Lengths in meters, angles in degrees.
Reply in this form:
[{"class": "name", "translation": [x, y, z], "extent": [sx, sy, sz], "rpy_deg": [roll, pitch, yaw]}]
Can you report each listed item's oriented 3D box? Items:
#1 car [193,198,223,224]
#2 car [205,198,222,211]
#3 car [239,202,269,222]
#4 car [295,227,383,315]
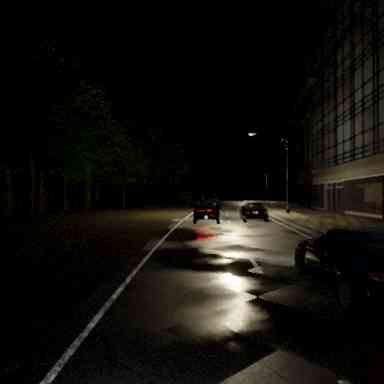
[{"class": "car", "translation": [1.120, 1.446, 24.572], "extent": [1.837, 1.490, 4.892], "rpy_deg": [0, 0, 4]}, {"class": "car", "translation": [2.750, 1.477, 40.838], "extent": [1.812, 1.442, 4.674], "rpy_deg": [0, 0, 7]}, {"class": "car", "translation": [4.682, 1.487, 25.536], "extent": [2.033, 1.411, 5.357], "rpy_deg": [0, 0, 5]}, {"class": "car", "translation": [3.737, 1.513, 7.361], "extent": [1.812, 1.442, 4.674], "rpy_deg": [0, 0, 1]}]
